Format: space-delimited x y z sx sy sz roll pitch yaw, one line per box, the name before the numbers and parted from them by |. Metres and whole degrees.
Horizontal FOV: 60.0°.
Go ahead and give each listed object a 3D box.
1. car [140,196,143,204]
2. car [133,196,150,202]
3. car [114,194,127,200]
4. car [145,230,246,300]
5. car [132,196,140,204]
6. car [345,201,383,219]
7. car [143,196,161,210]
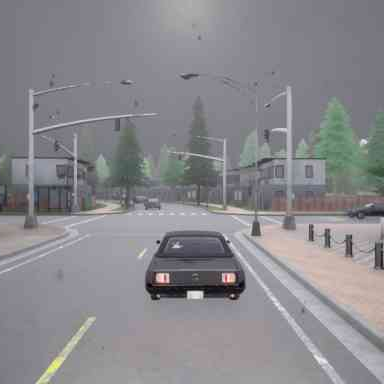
car | -6.469 1.513 52.017 2.033 1.411 5.357 0 0 -14
car | -10.963 1.505 71.921 1.994 1.385 4.181 0 0 -36
car | -16.966 1.322 79.982 4.674 1.442 1.812 0 0 45
car | 0.033 1.601 8.325 1.895 1.301 4.718 0 0 -1
car | -9.685 1.470 61.467 1.837 1.490 4.892 0 0 -23
car | 15.405 1.510 28.052 4.674 1.442 1.812 0 0 1
car | -4.946 1.491 42.447 1.812 1.442 4.674 0 0 -6
